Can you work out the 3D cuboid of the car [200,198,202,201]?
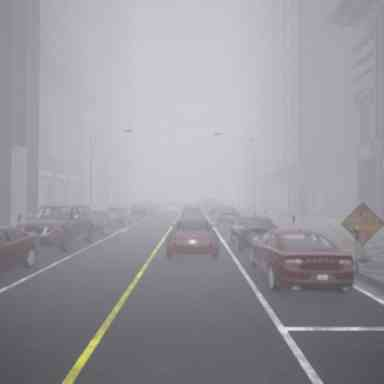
[{"bbox_3d":[2.768,1.960,54.058,1.967,1.590,4.097,1,-1,0],"label":"car"}]

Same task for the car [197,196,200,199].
[{"bbox_3d":[2.815,2.307,82.180,1.887,1.381,4.507,1,0,0],"label":"car"}]

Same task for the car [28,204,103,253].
[{"bbox_3d":[-5.823,1.463,14.700,2.192,1.841,5.009,1,-1,0],"label":"car"}]

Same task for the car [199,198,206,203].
[{"bbox_3d":[2.834,2.398,93.429,1.887,1.381,4.507,1,0,0],"label":"car"}]

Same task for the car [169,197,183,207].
[{"bbox_3d":[-2.902,2.217,64.978,1.895,1.301,4.718,0,0,0],"label":"car"}]

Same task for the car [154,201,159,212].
[{"bbox_3d":[-5.777,1.859,42.820,1.967,1.590,4.097,1,-1,0],"label":"car"}]

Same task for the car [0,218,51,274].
[{"bbox_3d":[-5.835,1.637,9.074,1.887,1.381,4.507,1,-1,0],"label":"car"}]

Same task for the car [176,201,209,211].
[{"bbox_3d":[0.064,1.775,28.512,2.128,1.511,4.902,0,0,0],"label":"car"}]

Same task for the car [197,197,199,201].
[{"bbox_3d":[2.805,2.266,76.556,2.008,1.369,4.403,1,0,0],"label":"car"}]

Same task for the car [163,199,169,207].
[{"bbox_3d":[-5.739,2.165,65.317,1.887,1.381,4.507,1,-1,0],"label":"car"}]

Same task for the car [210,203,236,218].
[{"bbox_3d":[2.719,1.823,25.934,1.947,1.339,4.313,1,-1,0],"label":"car"}]

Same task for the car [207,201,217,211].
[{"bbox_3d":[2.738,1.947,37.184,1.802,1.307,4.206,1,-1,0],"label":"car"}]

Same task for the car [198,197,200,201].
[{"bbox_3d":[2.786,2.170,65.307,2.008,1.369,4.403,1,0,0],"label":"car"}]

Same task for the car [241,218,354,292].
[{"bbox_3d":[2.691,1.636,9.062,1.887,1.381,4.507,1,-1,0],"label":"car"}]

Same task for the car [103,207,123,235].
[{"bbox_3d":[-5.816,1.769,20.322,1.947,1.339,4.313,1,-1,0],"label":"car"}]

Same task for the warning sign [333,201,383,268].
[{"bbox_3d":[5.075,1.215,9.904,1.300,1.860,1.060,-1,-1,0],"label":"warning sign"}]

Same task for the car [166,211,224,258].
[{"bbox_3d":[0.039,1.700,13.456,1.994,1.385,4.181,0,0,1],"label":"car"}]

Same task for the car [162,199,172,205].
[{"bbox_3d":[-5.720,2.267,76.564,2.008,1.369,4.403,1,0,0],"label":"car"}]

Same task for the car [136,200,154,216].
[{"bbox_3d":[-5.788,1.911,37.195,1.887,1.381,4.507,1,-1,0],"label":"car"}]

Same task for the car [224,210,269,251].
[{"bbox_3d":[2.700,1.713,14.686,1.947,1.339,4.313,1,-1,0],"label":"car"}]

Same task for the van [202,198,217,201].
[{"bbox_3d":[2.759,1.810,48.435,1.690,1.788,3.998,1,-1,0],"label":"van"}]

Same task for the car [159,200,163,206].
[{"bbox_3d":[-5.768,2.015,48.444,1.887,1.381,4.507,1,-1,0],"label":"car"}]

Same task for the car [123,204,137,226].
[{"bbox_3d":[-5.807,1.824,25.946,1.947,1.339,4.313,1,-1,0],"label":"car"}]
